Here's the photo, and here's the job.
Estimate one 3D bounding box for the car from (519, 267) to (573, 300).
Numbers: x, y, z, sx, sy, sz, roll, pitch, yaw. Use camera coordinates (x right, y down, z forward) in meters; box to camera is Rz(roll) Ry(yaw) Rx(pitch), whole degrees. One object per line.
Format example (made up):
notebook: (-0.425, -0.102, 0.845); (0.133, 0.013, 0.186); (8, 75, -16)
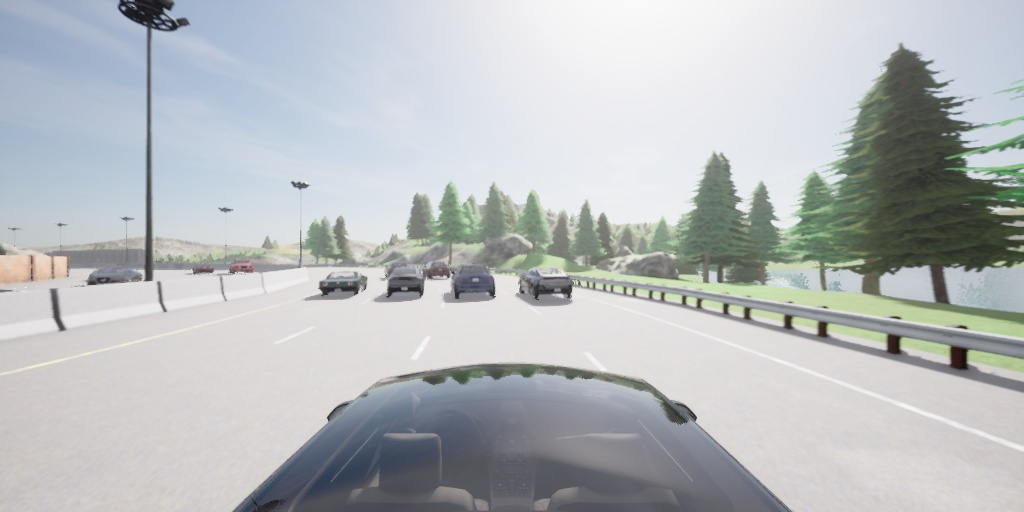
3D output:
car: (1.606, 1.328, 18.430); (2.128, 1.511, 4.902); (0, 0, -10)

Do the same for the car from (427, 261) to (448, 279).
car: (-7.736, 1.332, 36.276); (2.097, 1.767, 4.553); (0, 0, -24)

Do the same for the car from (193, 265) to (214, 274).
car: (-42.252, 1.817, 49.134); (4.718, 1.301, 1.895); (-1, 0, 44)

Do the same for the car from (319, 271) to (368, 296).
car: (-9.593, 1.503, 20.801); (1.895, 1.301, 4.718); (0, 0, -14)

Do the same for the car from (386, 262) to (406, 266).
car: (-11.729, 1.353, 36.610); (2.097, 1.767, 4.553); (0, 0, -25)

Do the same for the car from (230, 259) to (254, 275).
car: (-35.916, 1.398, 47.635); (2.150, 2.045, 5.566); (0, -1, -42)

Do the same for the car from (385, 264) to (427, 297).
car: (-5.855, 1.385, 20.058); (1.837, 1.490, 4.892); (0, -1, -13)

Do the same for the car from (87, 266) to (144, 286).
car: (-31.112, 1.611, 28.288); (1.994, 1.385, 4.181); (0, 0, -27)

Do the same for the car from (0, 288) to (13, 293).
car: (-18.522, 1.454, 11.070); (1.994, 1.385, 4.181); (0, 0, -9)

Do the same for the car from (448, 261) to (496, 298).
car: (-2.240, 1.214, 19.741); (2.097, 1.767, 4.553); (0, 0, -12)
